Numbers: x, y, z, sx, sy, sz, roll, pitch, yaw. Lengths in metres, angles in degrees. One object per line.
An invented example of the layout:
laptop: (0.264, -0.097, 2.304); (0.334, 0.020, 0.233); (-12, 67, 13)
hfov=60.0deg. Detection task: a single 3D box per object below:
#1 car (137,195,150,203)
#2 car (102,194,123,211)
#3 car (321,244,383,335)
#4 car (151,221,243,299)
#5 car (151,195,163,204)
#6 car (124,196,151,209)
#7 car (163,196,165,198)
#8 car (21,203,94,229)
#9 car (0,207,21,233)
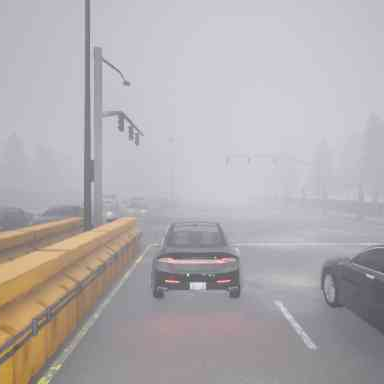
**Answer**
car: (-10.554, 1.525, 72.287); (2.128, 1.511, 4.902); (0, 0, 0)
car: (-10.630, 1.221, 41.661); (2.150, 2.045, 5.566); (0, 0, 0)
car: (3.597, 1.505, 5.049); (1.837, 1.490, 4.892); (0, 0, 0)
car: (0.078, 1.492, 8.463); (2.128, 1.511, 4.902); (0, 0, -1)
car: (-7.109, 1.351, 62.120); (2.097, 1.767, 4.553); (0, 0, 0)
car: (-7.129, 1.352, 44.091); (2.097, 1.767, 4.553); (0, 0, 0)
car: (-7.058, 1.538, 77.357); (2.033, 1.411, 5.357); (0, 0, 0)
car: (-7.115, 1.505, 18.303); (1.837, 1.490, 4.892); (0, 0, 0)
car: (-10.615, 1.547, 18.358); (2.033, 1.411, 5.357); (0, 0, 0)
